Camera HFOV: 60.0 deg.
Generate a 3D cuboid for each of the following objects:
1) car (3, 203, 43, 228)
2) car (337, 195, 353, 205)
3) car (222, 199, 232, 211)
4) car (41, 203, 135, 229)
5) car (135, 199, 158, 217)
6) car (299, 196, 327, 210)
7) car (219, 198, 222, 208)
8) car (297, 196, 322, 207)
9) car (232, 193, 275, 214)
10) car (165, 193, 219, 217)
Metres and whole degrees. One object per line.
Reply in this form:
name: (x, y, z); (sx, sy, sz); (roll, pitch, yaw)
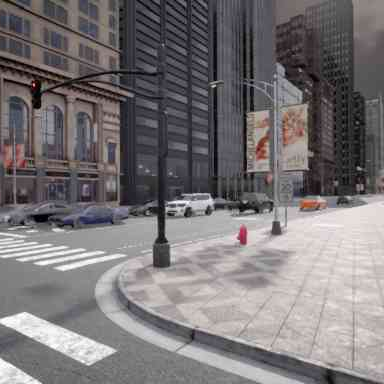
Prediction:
car: (-10.024, 1.485, 22.461); (2.128, 1.511, 4.902); (-1, 0, 35)
car: (25.240, 1.329, 54.768); (1.837, 1.490, 4.892); (-1, -1, 35)
car: (5.897, 1.416, 39.105); (1.837, 1.490, 4.892); (-1, 0, 35)
car: (-6.555, 1.512, 21.601); (2.033, 1.411, 5.357); (-1, 0, 35)
car: (-3.768, 1.471, 31.143); (1.837, 1.490, 4.892); (-1, 0, 35)
car: (14.715, 1.202, 39.963); (2.097, 1.767, 4.553); (-1, 0, 35)
car: (2.549, 1.443, 40.009); (1.837, 1.490, 4.892); (-1, 0, 36)
car: (17.588, 1.406, 49.640); (2.033, 1.411, 5.357); (-1, 0, 36)
car: (6.680, 1.117, 34.278); (2.150, 2.045, 5.566); (-1, 0, 35)
car: (-0.120, 1.158, 30.669); (2.150, 2.045, 5.566); (-1, 0, 35)
